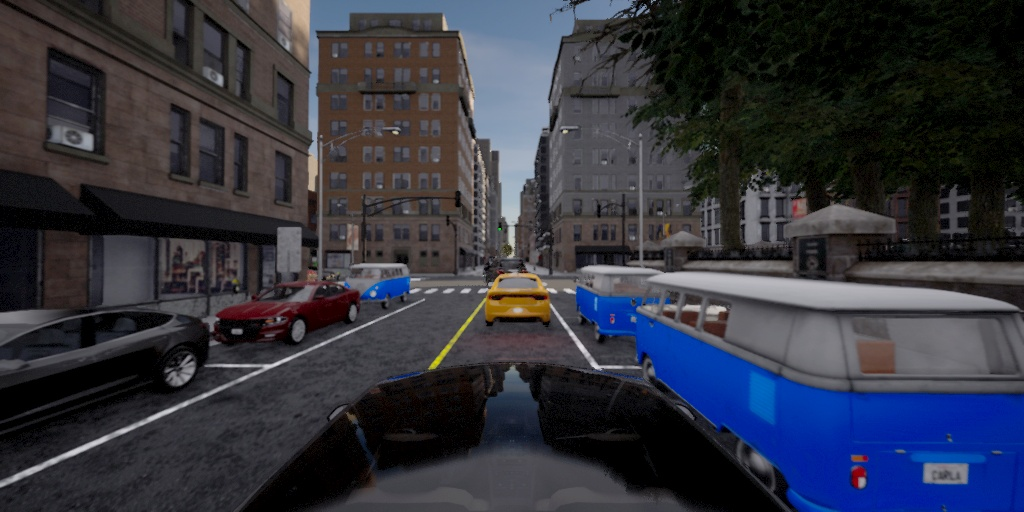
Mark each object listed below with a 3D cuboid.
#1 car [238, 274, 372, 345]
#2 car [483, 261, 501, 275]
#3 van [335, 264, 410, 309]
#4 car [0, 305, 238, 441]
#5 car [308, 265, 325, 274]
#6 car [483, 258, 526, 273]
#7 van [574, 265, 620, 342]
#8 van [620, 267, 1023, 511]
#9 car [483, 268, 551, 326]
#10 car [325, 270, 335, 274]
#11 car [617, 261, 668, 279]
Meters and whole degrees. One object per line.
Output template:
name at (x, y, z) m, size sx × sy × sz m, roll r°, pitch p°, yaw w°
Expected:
car at (-5.769, 1.369, 9.800) m, size 1.888 × 1.381 × 4.507 m, roll 0°, pitch 0°, yaw 1°
car at (-2.655, 1.533, 48.622) m, size 2.097 × 1.767 × 4.553 m, roll 0°, pitch -1°, yaw 2°
van at (-5.696, 1.217, 15.460) m, size 1.690 × 1.789 × 3.998 m, roll 0°, pitch 0°, yaw 1°
car at (-5.841, 1.337, 4.141) m, size 1.948 × 1.339 × 4.313 m, roll 0°, pitch 0°, yaw 1°
car at (-17.347, 1.326, 27.525) m, size 4.553 × 1.767 × 2.097 m, roll 0°, pitch -1°, yaw 0°
car at (-0.451, 1.166, 24.914) m, size 2.150 × 2.045 × 5.566 m, roll 1°, pitch 0°, yaw -11°
van at (2.756, 1.167, 9.700) m, size 1.690 × 1.789 × 3.998 m, roll 0°, pitch 0°, yaw 1°
van at (2.683, 1.114, 4.043) m, size 1.690 × 1.789 × 3.998 m, roll 0°, pitch 0°, yaw 1°
car at (0.196, 1.325, 12.107) m, size 1.882 × 1.535 × 5.008 m, roll 0°, pitch 0°, yaw 1°
car at (-17.681, 1.521, 30.772) m, size 4.892 × 1.490 × 1.837 m, roll 0°, pitch -1°, yaw 0°
car at (13.585, 1.440, 37.493) m, size 4.553 × 1.767 × 2.097 m, roll 0°, pitch -1°, yaw 0°
